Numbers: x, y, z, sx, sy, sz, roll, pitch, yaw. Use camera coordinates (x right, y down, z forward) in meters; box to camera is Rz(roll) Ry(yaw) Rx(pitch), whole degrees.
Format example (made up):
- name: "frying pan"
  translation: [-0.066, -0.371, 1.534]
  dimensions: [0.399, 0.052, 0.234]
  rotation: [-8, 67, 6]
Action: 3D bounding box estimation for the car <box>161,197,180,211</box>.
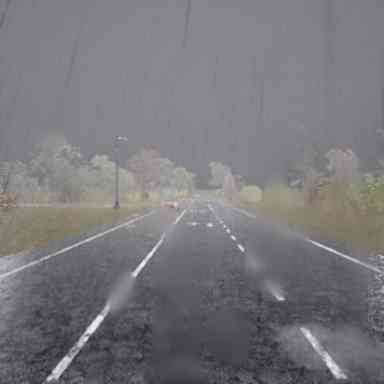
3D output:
- name: "car"
  translation: [-2.632, 1.469, 42.250]
  dimensions: [2.097, 1.767, 4.553]
  rotation: [0, 0, 1]
